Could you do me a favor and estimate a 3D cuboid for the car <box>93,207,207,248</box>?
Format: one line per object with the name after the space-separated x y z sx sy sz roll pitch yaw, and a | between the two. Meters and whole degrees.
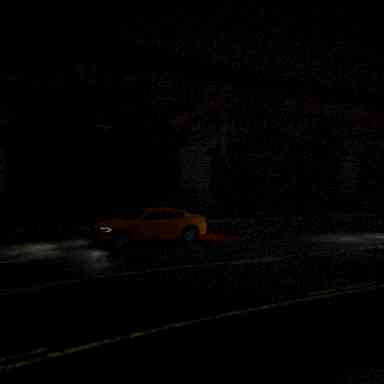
-1.763 1.423 14.640 5.008 1.535 1.882 0 0 -27 | car
